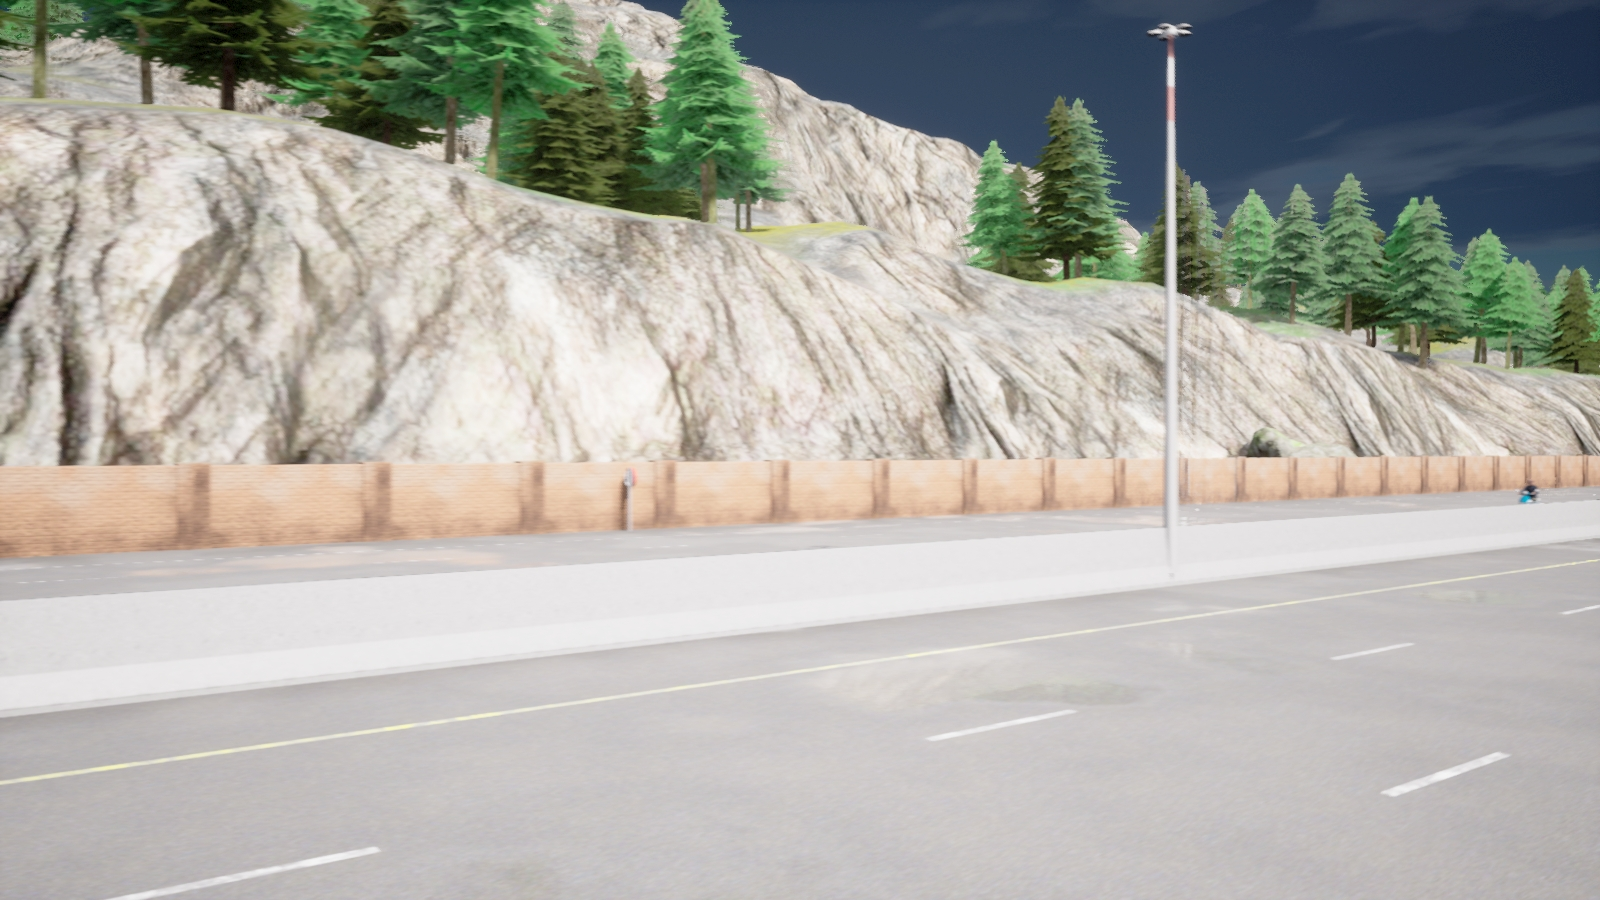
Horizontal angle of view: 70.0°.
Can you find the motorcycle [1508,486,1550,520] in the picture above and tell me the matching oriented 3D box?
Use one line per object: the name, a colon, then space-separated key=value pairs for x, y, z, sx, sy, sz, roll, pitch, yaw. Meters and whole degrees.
motorcycle: x=29.929 y=2.152 z=46.893 sx=1.805 sy=1.334 sz=0.856 roll=0 pitch=0 yaw=-36
